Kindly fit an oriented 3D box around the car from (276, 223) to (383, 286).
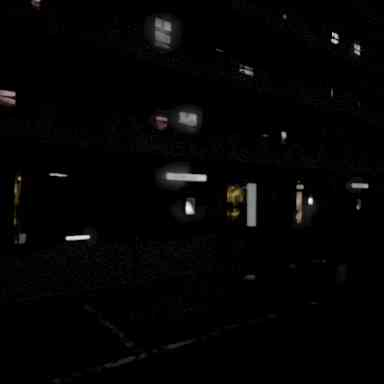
[{"bbox_3d":[4.359,1.636,9.666,4.507,1.381,1.887,1,0,-36],"label":"car"}]
